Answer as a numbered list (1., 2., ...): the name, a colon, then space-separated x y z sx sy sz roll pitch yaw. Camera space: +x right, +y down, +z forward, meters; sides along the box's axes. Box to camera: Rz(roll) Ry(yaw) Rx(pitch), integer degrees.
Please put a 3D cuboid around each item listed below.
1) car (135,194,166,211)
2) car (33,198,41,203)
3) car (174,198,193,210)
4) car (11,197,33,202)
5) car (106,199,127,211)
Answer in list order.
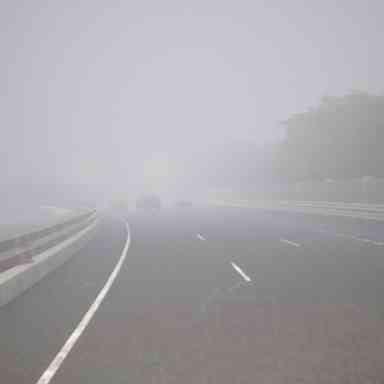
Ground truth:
1. car: -5.666 1.316 42.703 2.150 2.045 5.566 -1 0 -24
2. car: -40.756 2.103 85.496 4.181 1.385 1.994 -1 0 33
3. car: -1.183 1.516 44.693 1.882 1.535 5.008 -1 0 -13
4. car: -41.966 2.064 82.092 4.892 1.490 1.837 -1 0 36
5. car: -9.900 1.623 43.402 1.882 1.535 5.008 -1 0 -26
